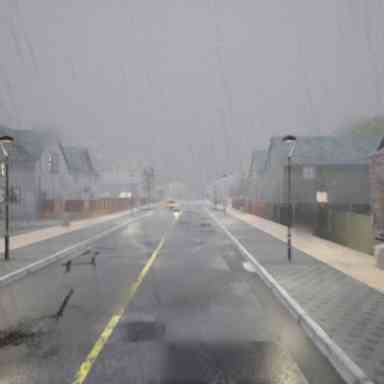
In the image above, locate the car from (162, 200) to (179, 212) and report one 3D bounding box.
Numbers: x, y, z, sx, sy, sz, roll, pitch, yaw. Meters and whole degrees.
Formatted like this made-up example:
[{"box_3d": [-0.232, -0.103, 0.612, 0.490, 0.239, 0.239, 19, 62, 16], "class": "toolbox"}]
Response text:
[{"box_3d": [-2.738, 1.740, 43.006, 1.882, 1.535, 5.008, 0, -1, 0], "class": "car"}]
